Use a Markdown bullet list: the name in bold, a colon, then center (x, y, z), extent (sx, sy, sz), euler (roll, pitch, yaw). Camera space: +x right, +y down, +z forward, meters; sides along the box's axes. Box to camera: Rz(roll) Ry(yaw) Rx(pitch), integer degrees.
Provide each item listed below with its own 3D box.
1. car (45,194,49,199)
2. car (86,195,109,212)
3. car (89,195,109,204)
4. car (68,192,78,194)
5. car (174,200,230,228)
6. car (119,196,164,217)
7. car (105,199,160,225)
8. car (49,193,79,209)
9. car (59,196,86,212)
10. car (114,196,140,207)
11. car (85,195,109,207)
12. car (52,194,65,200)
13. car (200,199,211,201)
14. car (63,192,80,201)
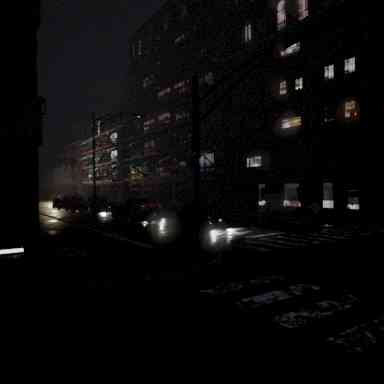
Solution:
- **car**: center (-34.832, 1.075, 83.389), extent (1.752, 1.417, 4.829), euler (-1, 1, -35)
- **car**: center (-9.906, 1.425, 36.971), extent (1.994, 1.385, 4.181), euler (-1, 1, -35)
- **car**: center (-15.501, 1.217, 55.303), extent (1.752, 1.417, 4.829), euler (-1, 1, -35)
- **car**: center (-19.808, 1.209, 56.810), extent (2.128, 1.511, 4.902), euler (-1, 1, -35)
- **car**: center (0.585, 1.508, 21.720), extent (1.994, 1.385, 4.181), euler (-1, 1, -34)
- **car**: center (-4.310, 1.257, 28.825), extent (2.097, 1.767, 4.553), euler (-1, 1, -35)
- **car**: center (-4.406, 1.509, 24.178), extent (1.887, 1.381, 4.507), euler (-1, 1, -35)
- **car**: center (-15.862, 1.313, 41.049), extent (1.967, 1.590, 4.097), euler (-1, 1, -35)
- **car**: center (-12.640, 1.448, 36.368), extent (2.008, 1.369, 4.403), euler (-1, 1, -35)
- **car**: center (-9.058, 1.266, 45.942), extent (1.752, 1.417, 4.829), euler (-1, 1, -35)
- **car**: center (-13.854, 1.267, 48.248), extent (1.837, 1.490, 4.892), euler (-1, 1, -34)
- **car**: center (-31.514, 1.124, 78.568), extent (2.008, 1.369, 4.403), euler (-1, 1, -35)
- **car**: center (0.788, 1.359, 31.821), extent (1.887, 1.381, 4.507), euler (-1, 1, -35)
- **car**: center (-25.072, 0.935, 69.204), extent (2.192, 1.841, 5.009), euler (-1, 1, -35)
